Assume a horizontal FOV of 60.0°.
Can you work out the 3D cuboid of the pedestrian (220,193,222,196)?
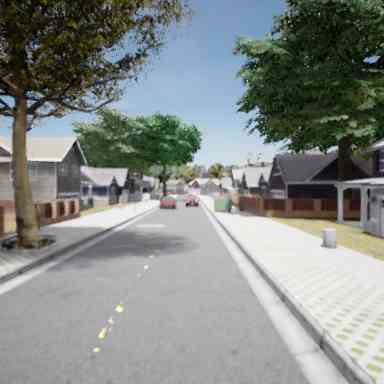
[{"bbox_3d":[3.007,1.000,34.443,0.375,1.860,0.375,0,1,-10],"label":"pedestrian"}]

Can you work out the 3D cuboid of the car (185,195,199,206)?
[{"bbox_3d":[0.045,1.390,48.043,1.895,1.301,4.718,0,0,1],"label":"car"}]

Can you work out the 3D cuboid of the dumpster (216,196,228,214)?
[{"bbox_3d":[3.013,1.259,33.436,1.020,1.700,1.940,0,1,0],"label":"dumpster"}]

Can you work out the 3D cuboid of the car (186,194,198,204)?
[{"bbox_3d":[-0.004,1.217,59.764,2.128,1.511,4.902,0,0,0],"label":"car"}]

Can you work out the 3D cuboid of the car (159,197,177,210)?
[{"bbox_3d":[-2.842,1.308,40.104,1.882,1.535,5.008,0,0,0],"label":"car"}]
